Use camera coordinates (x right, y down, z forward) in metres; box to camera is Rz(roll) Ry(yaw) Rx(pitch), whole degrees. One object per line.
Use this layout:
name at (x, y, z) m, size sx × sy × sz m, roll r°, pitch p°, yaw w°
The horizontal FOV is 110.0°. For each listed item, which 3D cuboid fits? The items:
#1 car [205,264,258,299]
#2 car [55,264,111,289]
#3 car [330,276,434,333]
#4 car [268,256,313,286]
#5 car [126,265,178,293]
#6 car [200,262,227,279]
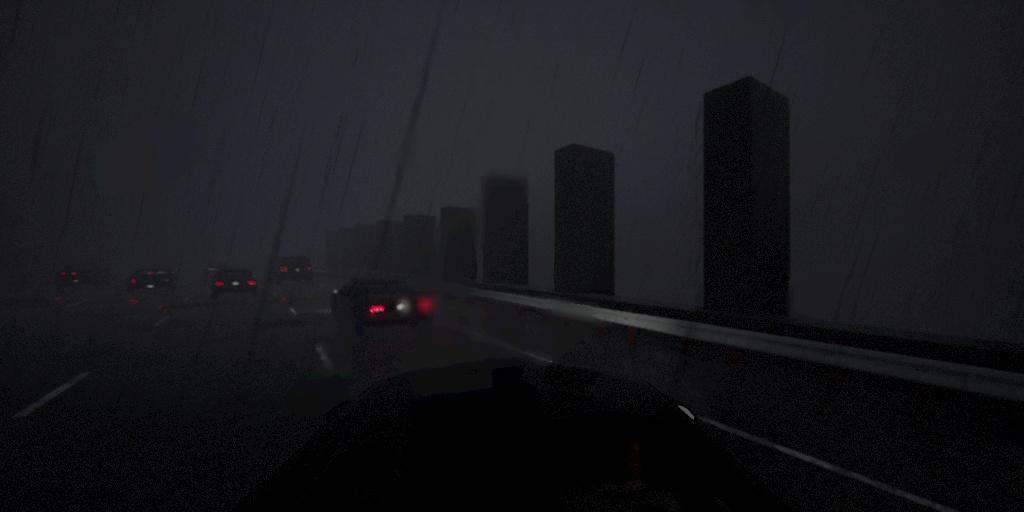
car at (-14.460, 1.338, 18.675) m, size 2.033 × 1.411 × 5.357 m, roll 0°, pitch 0°, yaw -39°
car at (-27.618, 1.277, 23.173) m, size 2.128 × 1.511 × 4.902 m, roll 0°, pitch 0°, yaw -42°
car at (-4.170, 1.326, 10.957) m, size 2.033 × 1.411 × 5.357 m, roll 0°, pitch 0°, yaw -35°
car at (-16.196, 1.038, 26.181) m, size 2.150 × 2.045 × 5.566 m, roll 0°, pitch 0°, yaw -41°
car at (-21.481, 1.391, 21.535) m, size 1.895 × 1.301 × 4.718 m, roll 0°, pitch 0°, yaw -41°
car at (-26.210, 1.313, 31.825) m, size 2.128 × 1.511 × 4.902 m, roll 0°, pitch 0°, yaw -44°
